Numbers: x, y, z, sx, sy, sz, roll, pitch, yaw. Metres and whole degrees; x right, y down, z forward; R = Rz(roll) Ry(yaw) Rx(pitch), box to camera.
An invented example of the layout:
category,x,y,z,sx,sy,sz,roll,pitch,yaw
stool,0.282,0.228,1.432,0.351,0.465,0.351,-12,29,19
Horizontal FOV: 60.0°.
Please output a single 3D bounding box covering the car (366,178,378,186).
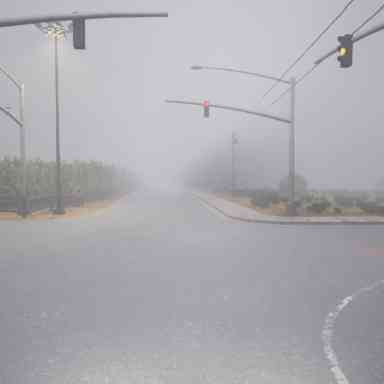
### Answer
category,x,y,z,sx,sy,sz,roll,pitch,yaw
car,42.114,-2.271,77.576,1.905,1.878,3.866,10,10,41
